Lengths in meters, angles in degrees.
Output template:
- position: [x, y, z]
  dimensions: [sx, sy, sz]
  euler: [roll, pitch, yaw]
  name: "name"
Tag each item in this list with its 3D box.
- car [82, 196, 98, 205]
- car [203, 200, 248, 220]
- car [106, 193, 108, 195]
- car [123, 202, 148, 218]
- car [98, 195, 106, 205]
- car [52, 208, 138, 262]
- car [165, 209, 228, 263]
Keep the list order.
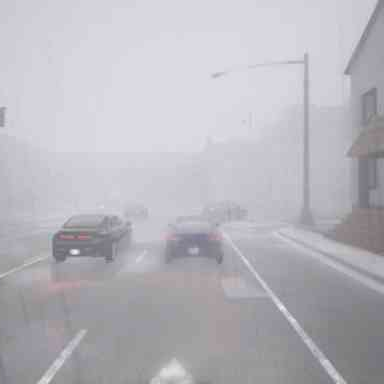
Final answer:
- position: [-18.545, 1.455, 61.049]
  dimensions: [2.097, 1.767, 4.553]
  euler: [0, 0, -1]
  name: "car"
- position: [2.739, 1.429, 27.094]
  dimensions: [2.097, 1.767, 4.553]
  euler: [1, 0, 35]
  name: "car"
- position: [-18.868, 1.354, 76.650]
  dimensions: [2.150, 2.045, 5.566]
  euler: [0, 0, -1]
  name: "car"
- position: [-5.219, 1.614, 30.020]
  dimensions: [1.994, 1.385, 4.181]
  euler: [0, 0, -18]
  name: "car"
- position: [-15.033, 1.702, 60.563]
  dimensions: [1.895, 1.301, 4.718]
  euler: [0, 0, -1]
  name: "car"
- position: [-3.423, 1.524, 12.177]
  dimensions: [1.837, 1.490, 4.892]
  euler: [0, 0, 0]
  name: "car"
- position: [0.073, 1.546, 11.953]
  dimensions: [1.812, 1.442, 4.674]
  euler: [0, 0, 0]
  name: "car"
